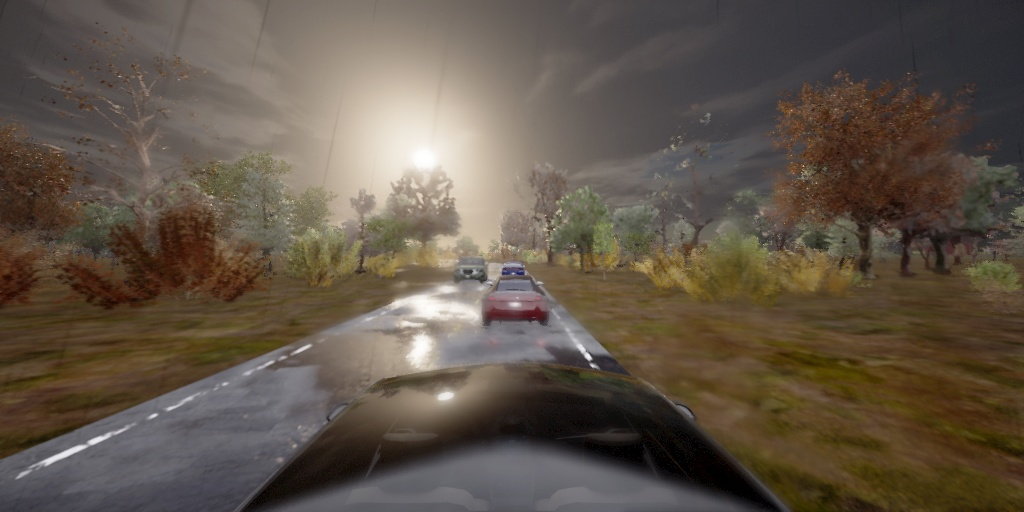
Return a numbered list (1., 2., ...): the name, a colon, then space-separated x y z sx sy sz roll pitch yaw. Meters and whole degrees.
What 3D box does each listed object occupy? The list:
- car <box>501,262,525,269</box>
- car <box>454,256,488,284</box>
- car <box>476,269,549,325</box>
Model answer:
1. car: 0.094 1.222 30.503 1.882 1.535 5.008 0 0 0
2. car: -3.005 1.047 27.292 2.150 2.045 5.566 0 0 0
3. car: 0.098 1.315 11.854 1.994 1.385 4.181 0 0 0
